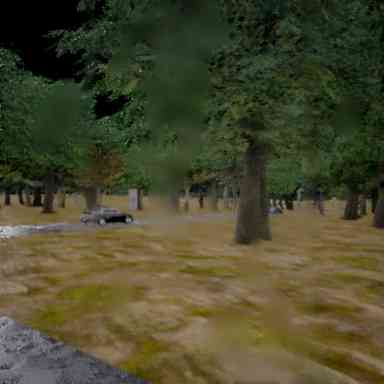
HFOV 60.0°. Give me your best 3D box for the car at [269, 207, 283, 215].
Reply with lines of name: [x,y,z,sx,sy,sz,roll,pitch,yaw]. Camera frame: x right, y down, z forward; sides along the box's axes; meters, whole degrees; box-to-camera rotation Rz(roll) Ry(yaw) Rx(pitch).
car: [15.427,3.459,62.145,2.033,1.411,5.357,0,-2,33]

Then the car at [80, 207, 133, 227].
car: [-6.986,2.032,27.771,2.128,1.511,4.902,0,-2,33]
